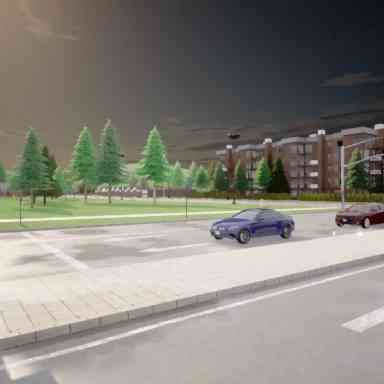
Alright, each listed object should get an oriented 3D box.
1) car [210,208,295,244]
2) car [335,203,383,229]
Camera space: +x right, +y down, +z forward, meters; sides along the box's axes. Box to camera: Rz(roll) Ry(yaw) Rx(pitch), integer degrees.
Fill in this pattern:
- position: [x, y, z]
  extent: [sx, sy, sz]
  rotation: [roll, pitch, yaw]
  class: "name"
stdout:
- position: [3.004, 1.526, 15.935]
  extent: [4.674, 1.442, 1.812]
  rotation: [0, 0, -36]
  class: "car"
- position: [11.445, 1.478, 21.925]
  extent: [5.008, 1.535, 1.882]
  rotation: [0, 0, -35]
  class: "car"
